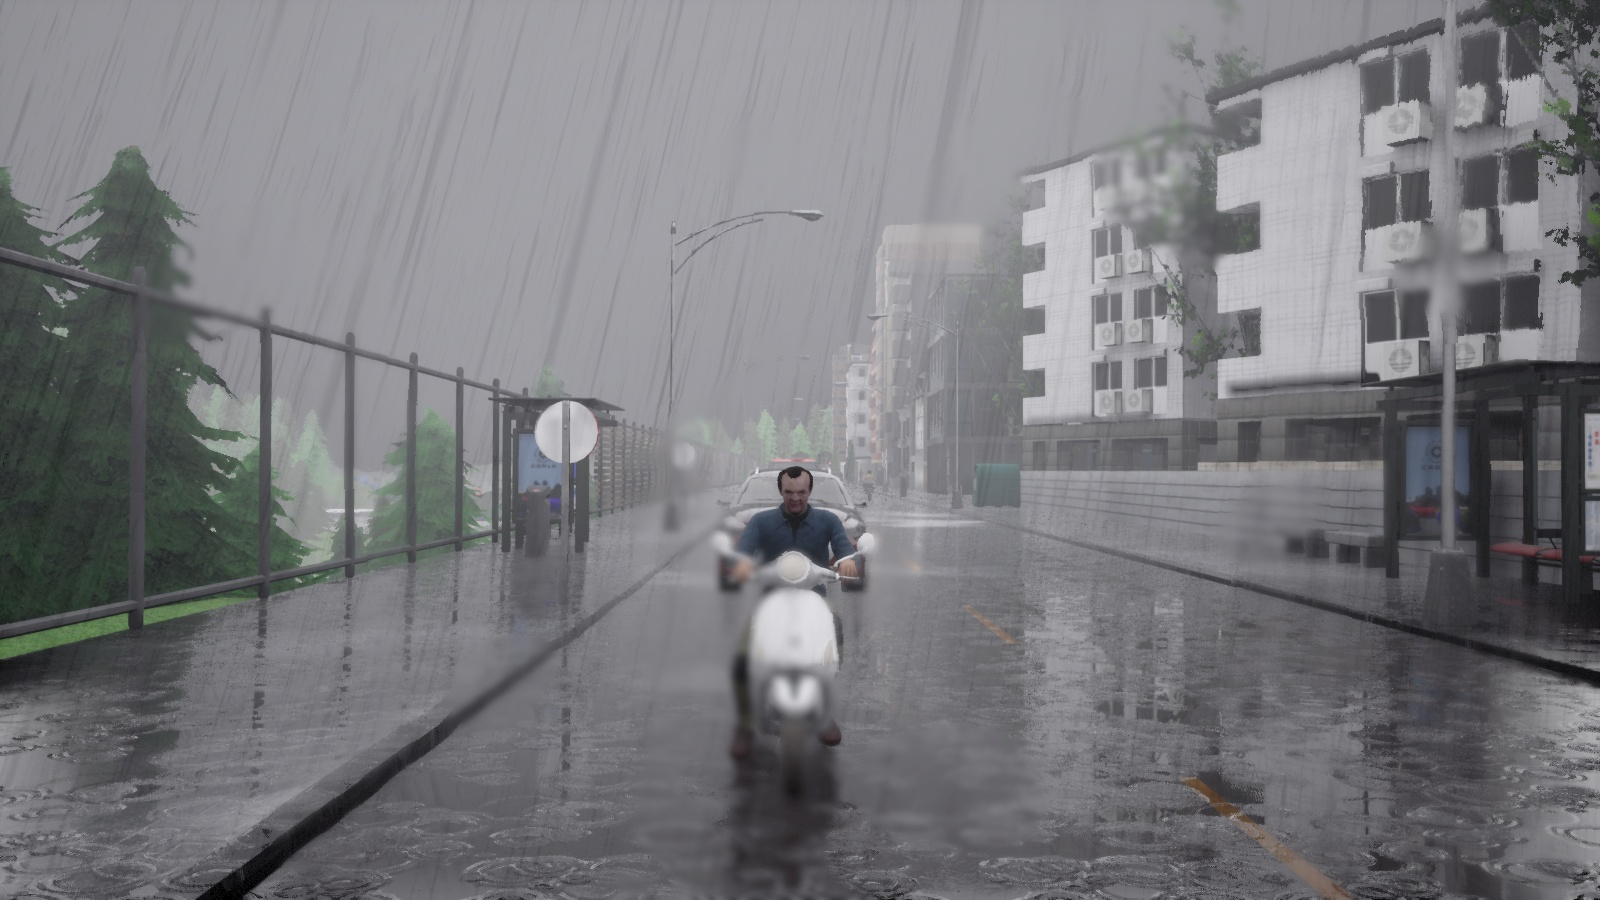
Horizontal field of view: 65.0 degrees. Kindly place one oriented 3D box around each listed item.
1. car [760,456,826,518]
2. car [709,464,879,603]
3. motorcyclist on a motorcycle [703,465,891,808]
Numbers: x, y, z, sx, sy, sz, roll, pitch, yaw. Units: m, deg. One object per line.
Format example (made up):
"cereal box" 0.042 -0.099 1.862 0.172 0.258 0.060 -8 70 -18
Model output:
"car" -0.247 1.276 44.267 2.150 2.045 5.566 0 -1 0
"car" -0.087 1.037 17.453 2.033 1.649 4.856 0 -1 0
"motorcyclist on a motorcycle" -0.021 0.881 6.750 0.866 1.590 1.817 0 -1 0
